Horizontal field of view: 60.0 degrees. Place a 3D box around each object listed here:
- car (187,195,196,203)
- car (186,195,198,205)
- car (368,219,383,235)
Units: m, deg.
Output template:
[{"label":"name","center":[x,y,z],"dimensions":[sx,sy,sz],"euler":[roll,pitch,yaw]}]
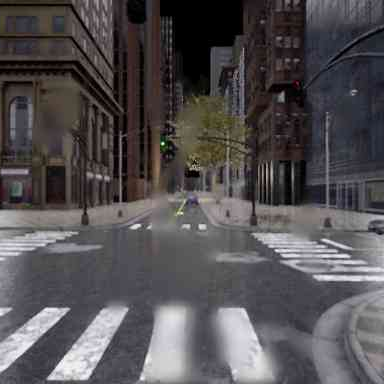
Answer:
[{"label":"car","center":[-0.066,1.499,70.423],"dimensions":[1.812,1.442,4.674],"euler":[0,0,0]},{"label":"car","center":[0.005,1.378,60.460],"dimensions":[2.097,1.767,4.553],"euler":[0,0,0]},{"label":"car","center":[11.904,1.732,18.038],"dimensions":[4.403,1.369,2.008],"euler":[0,-1,0]}]
